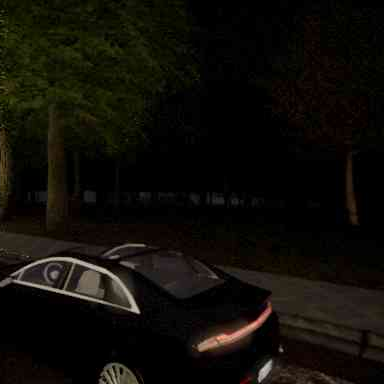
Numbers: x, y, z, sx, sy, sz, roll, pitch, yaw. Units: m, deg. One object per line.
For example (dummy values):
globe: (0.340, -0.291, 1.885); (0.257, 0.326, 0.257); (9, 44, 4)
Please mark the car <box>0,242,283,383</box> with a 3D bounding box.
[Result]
car: (-1.264, 1.469, 4.588); (4.902, 1.511, 2.128); (0, 0, 35)
